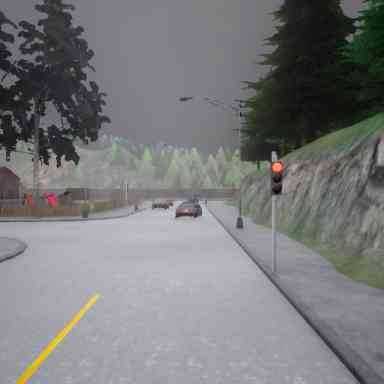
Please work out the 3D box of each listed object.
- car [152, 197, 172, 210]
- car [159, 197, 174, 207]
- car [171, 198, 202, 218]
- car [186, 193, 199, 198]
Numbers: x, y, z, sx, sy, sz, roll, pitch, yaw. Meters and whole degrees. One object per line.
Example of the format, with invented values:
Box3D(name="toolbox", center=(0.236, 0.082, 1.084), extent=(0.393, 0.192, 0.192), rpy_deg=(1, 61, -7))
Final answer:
Box3D(name="car", center=(-4.040, 1.478, 42.853), extent=(1.882, 1.535, 5.008), rpy_deg=(0, 0, 0))
Box3D(name="car", center=(-4.023, 1.547, 53.112), extent=(2.033, 1.411, 5.357), rpy_deg=(0, 0, 0))
Box3D(name="car", center=(-0.278, 1.564, 29.909), extent=(1.994, 1.385, 4.181), rpy_deg=(0, 0, 7))
Box3D(name="car", center=(0.086, 1.221, 62.483), extent=(2.150, 2.045, 5.566), rpy_deg=(0, 0, 0))
